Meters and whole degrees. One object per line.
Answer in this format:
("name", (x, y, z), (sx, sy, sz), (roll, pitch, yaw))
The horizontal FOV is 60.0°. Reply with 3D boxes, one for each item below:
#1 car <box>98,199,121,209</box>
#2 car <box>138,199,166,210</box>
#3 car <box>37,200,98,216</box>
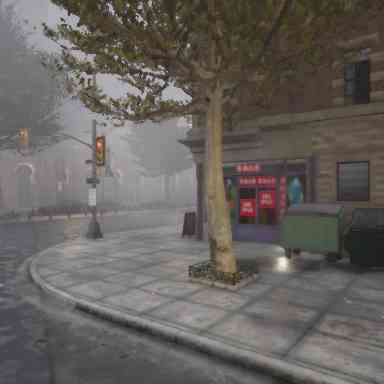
("car", (-12.005, 1.595, 45.138), (1.895, 1.301, 4.718), (0, 0, 36))
("car", (-4.887, 1.601, 43.606), (1.895, 1.301, 4.718), (0, 0, 36))
("car", (-12.510, 1.547, 33.172), (2.033, 1.411, 5.357), (0, 0, 36))
